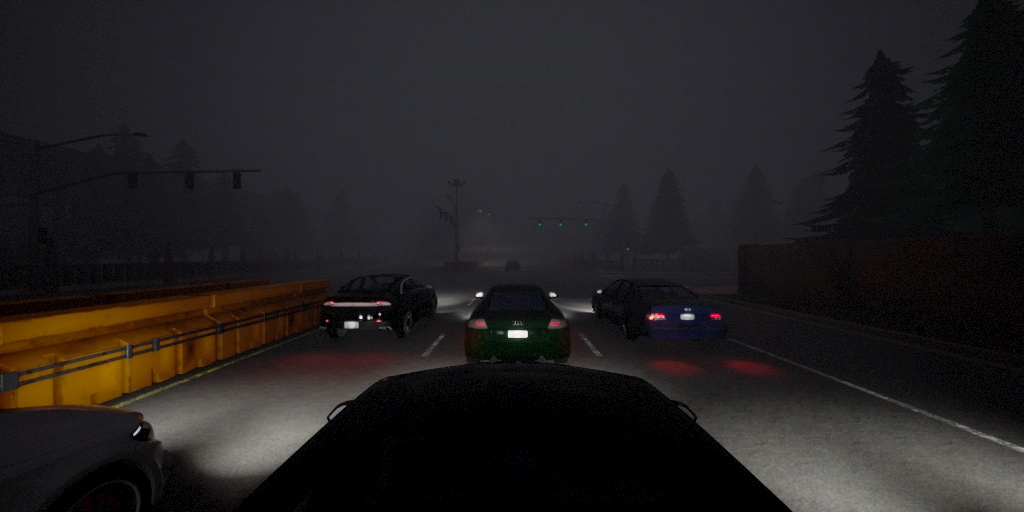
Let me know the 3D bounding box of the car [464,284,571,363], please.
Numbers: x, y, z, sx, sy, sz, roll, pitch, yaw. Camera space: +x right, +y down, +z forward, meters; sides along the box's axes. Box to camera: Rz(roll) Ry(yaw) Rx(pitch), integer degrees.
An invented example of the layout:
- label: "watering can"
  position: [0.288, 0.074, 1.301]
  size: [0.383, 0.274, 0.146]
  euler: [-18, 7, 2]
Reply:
- label: "car"
  position: [0.099, 1.314, 8.176]
  size: [1.994, 1.385, 4.181]
  euler: [0, 0, 0]

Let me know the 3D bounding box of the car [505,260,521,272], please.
- label: "car"
  position: [0.101, 1.228, 46.052]
  size: [1.882, 1.535, 5.008]
  euler: [0, 0, 0]

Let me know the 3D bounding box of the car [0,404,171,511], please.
- label: "car"
  position: [-3.403, 1.276, 0.622]
  size: [1.812, 1.442, 4.674]
  euler: [0, 0, 0]

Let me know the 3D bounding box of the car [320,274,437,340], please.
- label: "car"
  position: [-3.399, 1.242, 10.023]
  size: [2.128, 1.511, 4.902]
  euler: [0, 0, 0]

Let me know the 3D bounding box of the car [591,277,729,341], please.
- label: "car"
  position: [3.600, 1.298, 9.870]
  size: [2.033, 1.411, 5.357]
  euler: [0, 0, 0]
